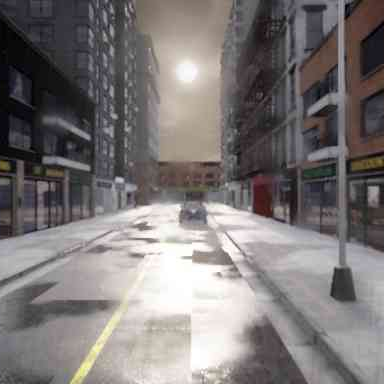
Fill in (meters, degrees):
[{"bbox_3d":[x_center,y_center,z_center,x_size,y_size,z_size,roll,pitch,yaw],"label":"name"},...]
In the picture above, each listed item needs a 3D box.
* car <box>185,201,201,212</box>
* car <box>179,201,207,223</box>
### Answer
[{"bbox_3d":[0.111,1.834,43.651,1.895,1.301,4.718,0,0,0],"label":"car"},{"bbox_3d":[0.105,1.478,26.460,2.097,1.767,4.553,0,0,0],"label":"car"}]
